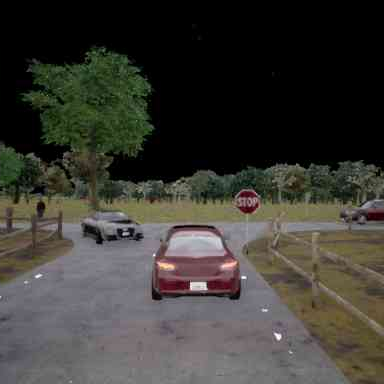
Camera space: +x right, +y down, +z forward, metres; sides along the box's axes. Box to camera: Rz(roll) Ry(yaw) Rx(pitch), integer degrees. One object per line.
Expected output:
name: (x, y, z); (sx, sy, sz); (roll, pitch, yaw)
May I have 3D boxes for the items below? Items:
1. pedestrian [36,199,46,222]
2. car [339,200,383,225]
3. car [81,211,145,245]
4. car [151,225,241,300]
pedestrian: (-12.155, 1.433, 26.719); (0.375, 1.860, 0.375); (0, -1, 0)
car: (12.922, 1.356, 23.630); (4.553, 1.767, 2.097); (0, -1, -1)
car: (-3.851, 1.591, 15.837); (1.994, 1.385, 4.181); (1, 0, -32)
car: (0.038, 1.538, 8.297); (1.812, 1.442, 4.674); (0, 0, -2)
